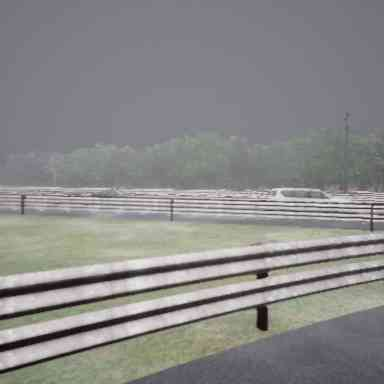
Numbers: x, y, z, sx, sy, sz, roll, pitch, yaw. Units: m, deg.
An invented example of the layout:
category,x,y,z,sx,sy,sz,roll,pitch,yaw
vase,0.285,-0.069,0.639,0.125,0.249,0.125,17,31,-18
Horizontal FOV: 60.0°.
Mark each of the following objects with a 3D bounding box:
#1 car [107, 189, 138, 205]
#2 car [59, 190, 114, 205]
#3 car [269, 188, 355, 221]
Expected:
category,x,y,z,sx,sy,sz,roll,pitch,yaw
car,-8.056,0.516,34.650,5.008,1.535,1.882,1,2,16
car,-10.254,0.699,31.643,4.718,1.301,1.895,1,2,16
car,8.115,0.771,22.846,5.566,2.045,2.150,1,2,16
